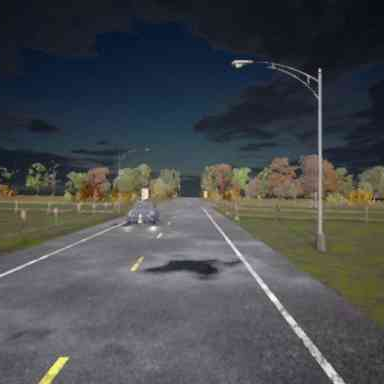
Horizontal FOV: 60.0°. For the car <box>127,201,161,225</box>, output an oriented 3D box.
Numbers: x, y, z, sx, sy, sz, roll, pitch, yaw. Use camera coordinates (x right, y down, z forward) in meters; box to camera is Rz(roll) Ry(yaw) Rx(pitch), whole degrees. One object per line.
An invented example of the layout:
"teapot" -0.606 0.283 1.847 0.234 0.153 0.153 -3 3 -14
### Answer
"car" -3.599 1.499 25.391 2.097 1.767 4.553 0 0 0
